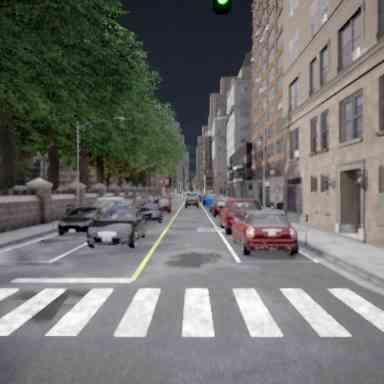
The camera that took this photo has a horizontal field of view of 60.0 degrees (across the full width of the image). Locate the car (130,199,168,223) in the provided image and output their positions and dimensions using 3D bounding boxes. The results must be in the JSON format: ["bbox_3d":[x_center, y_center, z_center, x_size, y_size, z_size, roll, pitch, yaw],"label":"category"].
[{"bbox_3d":[-3.110,1.489,24.587,1.994,1.385,4.181,0,0,-1],"label":"car"}]

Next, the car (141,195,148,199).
[{"bbox_3d":[-5.864,1.209,34.640,2.192,1.841,5.009,0,0,0],"label":"car"}]

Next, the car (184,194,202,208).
[{"bbox_3d":[-0.009,1.367,44.007,1.837,1.490,4.892,0,0,0],"label":"car"}]

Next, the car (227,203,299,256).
[{"bbox_3d":[2.667,1.401,12.996,1.967,1.590,4.097,0,0,0],"label":"car"}]

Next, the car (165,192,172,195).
[{"bbox_3d":[-5.871,1.105,67.084,2.192,1.841,5.009,0,0,0],"label":"car"}]

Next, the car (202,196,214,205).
[{"bbox_3d":[2.657,1.389,56.261,1.947,1.339,4.313,0,0,0],"label":"car"}]

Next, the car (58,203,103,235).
[{"bbox_3d":[-5.860,1.512,18.419,1.947,1.339,4.313,0,0,0],"label":"car"}]

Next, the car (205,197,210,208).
[{"bbox_3d":[2.662,1.474,34.629,1.802,1.307,4.206,0,0,0],"label":"car"}]

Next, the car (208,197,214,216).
[{"bbox_3d":[2.663,1.454,29.220,1.887,1.381,4.507,0,0,0],"label":"car"}]

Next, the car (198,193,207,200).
[{"bbox_3d":[2.651,1.174,83.303,1.967,1.590,4.097,0,0,0],"label":"car"}]

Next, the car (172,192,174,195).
[{"bbox_3d":[-5.873,1.299,77.900,1.887,1.381,4.507,0,0,0],"label":"car"}]

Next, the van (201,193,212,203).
[{"bbox_3d":[2.656,1.146,61.669,1.690,1.788,3.998,0,0,0],"label":"van"}]

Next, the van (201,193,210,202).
[{"bbox_3d":[2.655,1.129,67.077,1.690,1.788,3.998,0,0,0],"label":"van"}]

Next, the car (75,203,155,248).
[{"bbox_3d":[-3.100,1.449,14.570,2.128,1.511,4.902,0,0,0],"label":"car"}]

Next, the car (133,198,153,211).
[{"bbox_3d":[-5.865,1.459,40.048,1.802,1.307,4.206,0,0,0],"label":"car"}]

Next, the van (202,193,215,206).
[{"bbox_3d":[2.660,1.198,45.445,1.690,1.788,3.998,0,0,0],"label":"van"}]

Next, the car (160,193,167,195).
[{"bbox_3d":[-5.869,1.376,56.270,2.008,1.369,4.403,0,0,0],"label":"car"}]

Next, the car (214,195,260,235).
[{"bbox_3d":[2.665,1.259,18.403,2.192,1.841,5.009,0,0,0],"label":"car"}]

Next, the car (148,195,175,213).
[{"bbox_3d":[-3.094,1.370,34.836,1.882,1.535,5.008,0,0,0],"label":"car"}]

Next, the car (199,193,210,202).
[{"bbox_3d":[2.654,1.085,72.486,2.192,1.841,5.009,0,0,0],"label":"car"}]

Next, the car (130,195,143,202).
[{"bbox_3d":[-5.863,1.351,29.234,1.967,1.590,4.097,0,0,0],"label":"car"}]

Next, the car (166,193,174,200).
[{"bbox_3d":[-5.875,1.158,88.714,1.967,1.590,4.097,0,0,0],"label":"car"}]

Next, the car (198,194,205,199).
[{"bbox_3d":[2.649,1.242,94.120,1.887,1.381,4.507,0,0,0],"label":"car"}]

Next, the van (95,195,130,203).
[{"bbox_3d":[-5.861,1.270,23.825,1.690,1.788,3.998,0,0,0],"label":"van"}]

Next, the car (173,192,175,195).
[{"bbox_3d":[-5.874,1.287,83.307,2.008,1.369,4.403,0,0,0],"label":"car"}]

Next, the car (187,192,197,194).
[{"bbox_3d":[-0.012,1.051,54.455,2.150,2.045,5.566,0,0,0],"label":"car"}]
